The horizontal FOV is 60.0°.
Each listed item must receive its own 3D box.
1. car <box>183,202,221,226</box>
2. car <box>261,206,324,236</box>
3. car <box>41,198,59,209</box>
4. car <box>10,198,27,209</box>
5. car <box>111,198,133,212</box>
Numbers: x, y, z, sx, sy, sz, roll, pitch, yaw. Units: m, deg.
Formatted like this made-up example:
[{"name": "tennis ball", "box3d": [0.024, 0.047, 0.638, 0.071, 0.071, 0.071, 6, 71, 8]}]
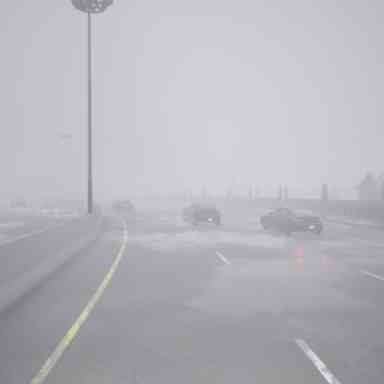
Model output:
[{"name": "car", "box3d": [0.605, 1.472, 23.226, 1.837, 1.490, 4.892, 0, 0, -13]}, {"name": "car", "box3d": [5.278, 1.480, 17.951, 1.812, 1.442, 4.674, 0, 0, -9]}, {"name": "car", "box3d": [-19.302, 1.549, 45.130, 1.812, 1.442, 4.674, 0, 0, -29]}, {"name": "car", "box3d": [-24.733, 1.607, 47.413, 1.994, 1.385, 4.181, 0, 0, -32]}, {"name": "car", "box3d": [-8.132, 1.476, 38.589, 2.128, 1.511, 4.902, 0, 0, -23]}]
